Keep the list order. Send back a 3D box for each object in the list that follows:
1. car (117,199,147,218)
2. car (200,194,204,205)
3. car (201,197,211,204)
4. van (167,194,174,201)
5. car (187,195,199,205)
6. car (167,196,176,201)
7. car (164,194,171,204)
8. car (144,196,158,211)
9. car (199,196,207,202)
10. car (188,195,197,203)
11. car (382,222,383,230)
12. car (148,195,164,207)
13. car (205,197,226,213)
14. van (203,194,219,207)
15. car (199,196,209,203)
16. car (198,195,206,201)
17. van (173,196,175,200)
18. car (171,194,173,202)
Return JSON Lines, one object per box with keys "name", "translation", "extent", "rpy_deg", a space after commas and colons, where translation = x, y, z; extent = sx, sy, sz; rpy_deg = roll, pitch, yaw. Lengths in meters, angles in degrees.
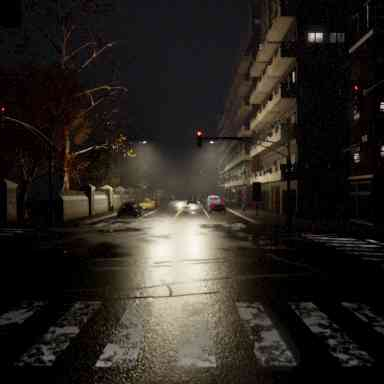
{"name": "car", "translation": [-5.683, 1.591, 30.857], "extent": [1.947, 1.339, 4.313], "rpy_deg": [0, 0, 0]}
{"name": "car", "translation": [2.700, 1.499, 53.378], "extent": [1.967, 1.590, 4.097], "rpy_deg": [0, 0, 0]}
{"name": "car", "translation": [2.701, 1.626, 64.637], "extent": [1.887, 1.381, 4.507], "rpy_deg": [0, 0, 0]}
{"name": "van", "translation": [-5.676, 1.476, 87.159], "extent": [1.690, 1.788, 3.998], "rpy_deg": [0, 0, 0]}
{"name": "car", "translation": [0.008, 1.618, 59.573], "extent": [2.033, 1.411, 5.357], "rpy_deg": [0, 0, 0]}
{"name": "car", "translation": [-5.675, 1.703, 92.788], "extent": [2.008, 1.369, 4.403], "rpy_deg": [0, 0, 0]}
{"name": "car", "translation": [-5.679, 1.521, 64.640], "extent": [1.967, 1.590, 4.097], "rpy_deg": [0, 0, 0]}
{"name": "car", "translation": [-5.681, 1.565, 41.949], "extent": [1.752, 1.417, 4.829], "rpy_deg": [0, 0, 0]}
{"name": "car", "translation": [2.703, 1.665, 81.528], "extent": [1.887, 1.381, 4.507], "rpy_deg": [0, 0, 0]}
{"name": "car", "translation": [0.011, 1.470, 69.992], "extent": [1.837, 1.490, 4.892], "rpy_deg": [0, 0, 0]}
{"name": "car", "translation": [13.469, 1.610, 18.533], "extent": [5.009, 1.841, 2.192], "rpy_deg": [1, -1, -1]}
{"name": "car", "translation": [-5.681, 1.364, 47.749], "extent": [2.192, 1.841, 5.009], "rpy_deg": [0, 0, 0]}
{"name": "car", "translation": [2.698, 1.577, 36.486], "extent": [1.887, 1.381, 4.507], "rpy_deg": [0, 0, 0]}
{"name": "van", "translation": [2.700, 1.381, 42.117], "extent": [1.690, 1.788, 3.998], "rpy_deg": [0, 0, 0]}
{"name": "car", "translation": [2.703, 1.656, 75.898], "extent": [2.008, 1.369, 4.403], "rpy_deg": [0, 0, 0]}
{"name": "car", "translation": [2.704, 1.575, 87.157], "extent": [1.967, 1.590, 4.097], "rpy_deg": [0, 0, 0]}
{"name": "van", "translation": [-5.677, 1.461, 81.530], "extent": [1.690, 1.788, 3.998], "rpy_deg": [0, 0, 0]}
{"name": "car", "translation": [-5.677, 1.533, 70.269], "extent": [1.967, 1.590, 4.097], "rpy_deg": [0, 0, 0]}
